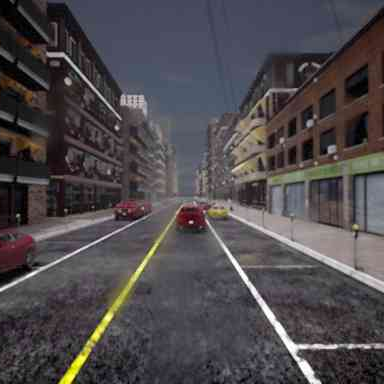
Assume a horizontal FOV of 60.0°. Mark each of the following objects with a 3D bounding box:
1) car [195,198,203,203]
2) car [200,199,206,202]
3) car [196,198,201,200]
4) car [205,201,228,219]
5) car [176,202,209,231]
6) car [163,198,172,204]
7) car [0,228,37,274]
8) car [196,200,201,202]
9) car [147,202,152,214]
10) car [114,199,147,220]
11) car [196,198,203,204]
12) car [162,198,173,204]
[{"bbox_3d":[1.948,2.421,93.677,1.947,1.339,4.313,0,-1,0],"label":"car"},{"bbox_3d":[2.356,1.938,42.955,1.887,1.381,4.507,0,-1,0],"label":"car"},{"bbox_3d":[2.175,2.150,65.498,2.008,1.369,4.403,0,-1,0],"label":"car"},{"bbox_3d":[2.446,1.817,31.853,1.752,1.417,4.829,0,-1,0],"label":"car"},{"bbox_3d":[-0.076,1.686,22.293,1.882,1.535,5.008,0,0,0],"label":"car"},{"bbox_3d":[-6.387,2.372,87.978,2.008,1.369,4.403,0,-1,0],"label":"car"},{"bbox_3d":[-5.752,1.680,9.076,1.802,1.307,4.206,0,-1,0],"label":"car"},{"bbox_3d":[-0.217,1.978,40.546,1.895,1.301,4.718,0,-1,0],"label":"car"},{"bbox_3d":[-5.979,1.799,37.256,1.967,1.590,4.097,0,-1,0],"label":"car"},{"bbox_3d":[-5.933,1.622,31.622,2.192,1.841,5.009,0,-1,0],"label":"car"},{"bbox_3d":[1.993,2.331,88.211,1.752,1.417,4.829,0,-1,0],"label":"car"},{"bbox_3d":[-6.341,2.321,82.341,2.008,1.369,4.403,0,-1,0],"label":"car"}]
